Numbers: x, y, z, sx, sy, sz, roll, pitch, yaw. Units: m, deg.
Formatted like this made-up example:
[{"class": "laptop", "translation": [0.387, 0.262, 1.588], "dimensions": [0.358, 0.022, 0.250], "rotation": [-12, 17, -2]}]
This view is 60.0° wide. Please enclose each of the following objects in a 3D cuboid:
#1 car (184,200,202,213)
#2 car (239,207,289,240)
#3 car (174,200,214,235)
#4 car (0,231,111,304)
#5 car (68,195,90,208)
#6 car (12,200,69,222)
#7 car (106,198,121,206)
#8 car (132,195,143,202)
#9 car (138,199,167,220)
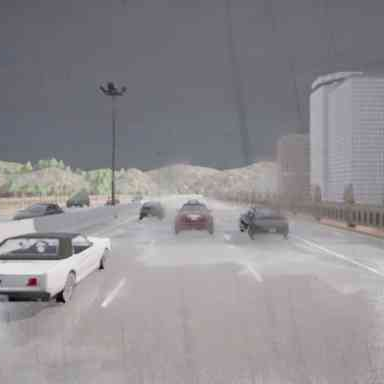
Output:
[{"class": "car", "translation": [0.137, 1.676, 40.505], "dimensions": [2.033, 1.411, 5.357], "rotation": [0, 0, 0]}, {"class": "car", "translation": [3.615, 1.531, 17.342], "dimensions": [2.128, 1.511, 4.902], "rotation": [0, 0, 0]}, {"class": "car", "translation": [0.117, 1.398, 19.340], "dimensions": [2.097, 1.767, 4.553], "rotation": [0, 0, 0]}, {"class": "car", "translation": [-3.398, 1.617, 8.132], "dimensions": [1.895, 1.301, 4.718], "rotation": [0, 0, 0]}, {"class": "car", "translation": [-17.469, 1.405, 51.471], "dimensions": [2.150, 2.045, 5.566], "rotation": [0, -1, 0]}, {"class": "car", "translation": [-10.572, 1.562, 23.190], "dimensions": [1.837, 1.490, 4.892], "rotation": [0, 0, 0]}, {"class": "car", "translation": [-13.947, 1.747, 59.092], "dimensions": [1.812, 1.442, 4.674], "rotation": [0, 0, 0]}, {"class": "car", "translation": [-10.441, 1.396, 64.240], "dimensions": [1.837, 1.490, 4.892], "rotation": [0, 0, 0]}, {"class": "car", "translation": [-3.375, 1.583, 28.906], "dimensions": [1.837, 1.490, 4.892], "rotation": [0, 0, 0]}]
